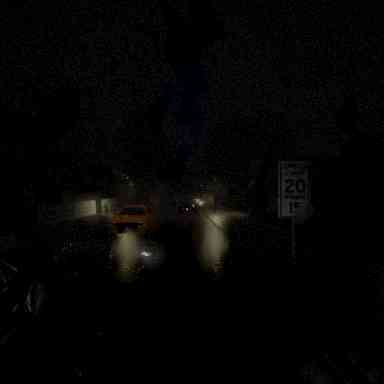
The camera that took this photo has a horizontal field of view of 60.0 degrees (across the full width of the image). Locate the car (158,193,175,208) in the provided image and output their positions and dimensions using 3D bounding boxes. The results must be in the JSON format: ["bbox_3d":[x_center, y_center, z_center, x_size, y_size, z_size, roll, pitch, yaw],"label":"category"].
[{"bbox_3d":[-3.636,1.194,47.453,2.150,2.045,5.566,0,0,-1],"label":"car"}]

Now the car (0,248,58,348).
[{"bbox_3d":[-2.996,1.380,3.269,1.895,1.301,4.718,-2,5,-4],"label":"car"}]

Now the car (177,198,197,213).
[{"bbox_3d":[-0.522,1.487,36.169,1.837,1.490,4.892,0,0,-1],"label":"car"}]

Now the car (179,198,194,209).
[{"bbox_3d":[-0.717,1.520,46.248,2.033,1.411,5.357,0,0,0],"label":"car"}]

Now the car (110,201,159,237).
[{"bbox_3d":[-3.133,1.472,18.223,1.882,1.535,5.008,0,0,-1],"label":"car"}]
